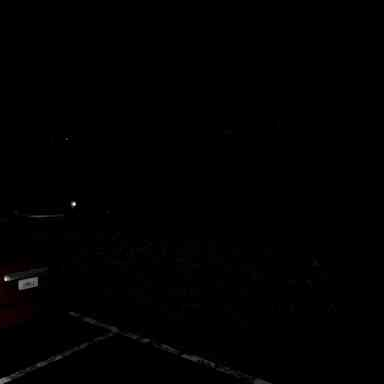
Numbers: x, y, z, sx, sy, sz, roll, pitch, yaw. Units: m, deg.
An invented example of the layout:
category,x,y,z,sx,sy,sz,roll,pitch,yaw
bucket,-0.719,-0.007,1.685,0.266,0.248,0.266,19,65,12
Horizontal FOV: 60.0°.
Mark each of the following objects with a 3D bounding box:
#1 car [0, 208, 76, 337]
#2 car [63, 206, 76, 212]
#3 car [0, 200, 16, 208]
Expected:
category,x,y,z,sx,sy,sz,roll,pitch,yaw
car,-4.135,1.316,5.901,5.009,1.841,2.192,0,-1,36
car,-12.159,1.838,37.944,1.895,1.301,4.718,-1,-1,36
car,-18.234,1.503,29.758,2.097,1.767,4.553,-1,-1,37
